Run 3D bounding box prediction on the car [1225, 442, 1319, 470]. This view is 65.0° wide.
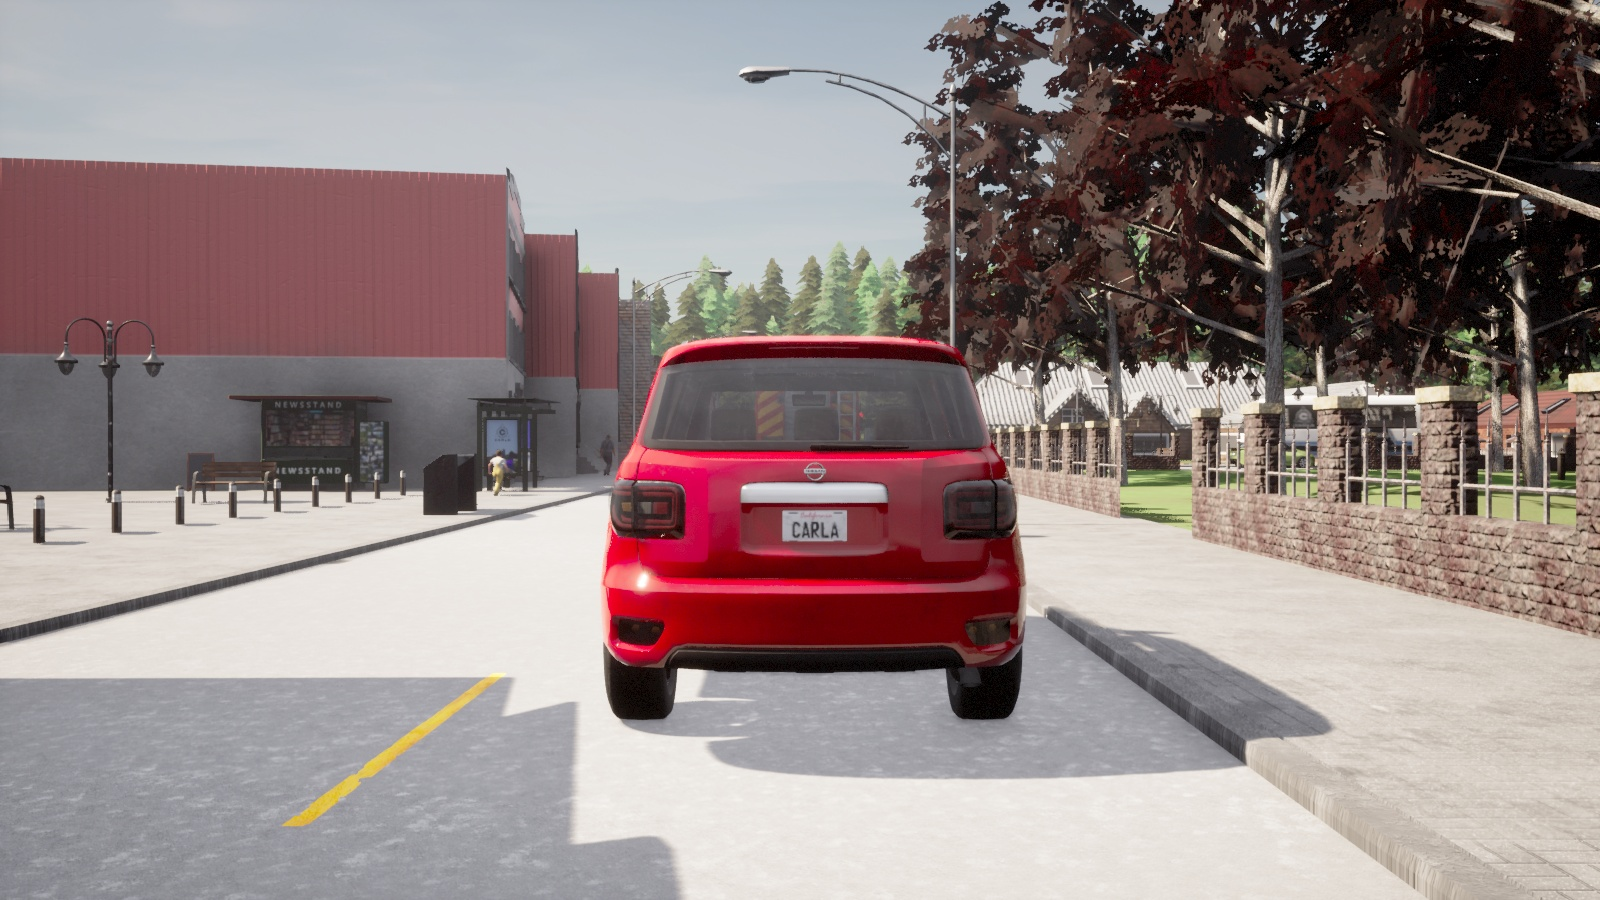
[{"bbox_3d":[26.317,0.319,70.087,4.514,1.525,2.007,0,0,-1],"label":"car"}]

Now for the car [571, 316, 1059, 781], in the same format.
[{"bbox_3d":[0.065,0.419,8.312,2.150,2.045,5.566,0,0,0],"label":"car"}]

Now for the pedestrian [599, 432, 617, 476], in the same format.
[{"bbox_3d":[-8.053,0.152,52.655,0.540,1.848,0.694,0,0,15],"label":"pedestrian"}]

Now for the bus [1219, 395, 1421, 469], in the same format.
[{"bbox_3d":[30.522,-1.024,74.183,10.273,4.253,3.944,0,0,2],"label":"bus"}]

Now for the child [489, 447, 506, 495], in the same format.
[{"bbox_3d":[-8.004,0.541,33.242,0.270,1.263,0.437,0,0,14],"label":"child"}]
